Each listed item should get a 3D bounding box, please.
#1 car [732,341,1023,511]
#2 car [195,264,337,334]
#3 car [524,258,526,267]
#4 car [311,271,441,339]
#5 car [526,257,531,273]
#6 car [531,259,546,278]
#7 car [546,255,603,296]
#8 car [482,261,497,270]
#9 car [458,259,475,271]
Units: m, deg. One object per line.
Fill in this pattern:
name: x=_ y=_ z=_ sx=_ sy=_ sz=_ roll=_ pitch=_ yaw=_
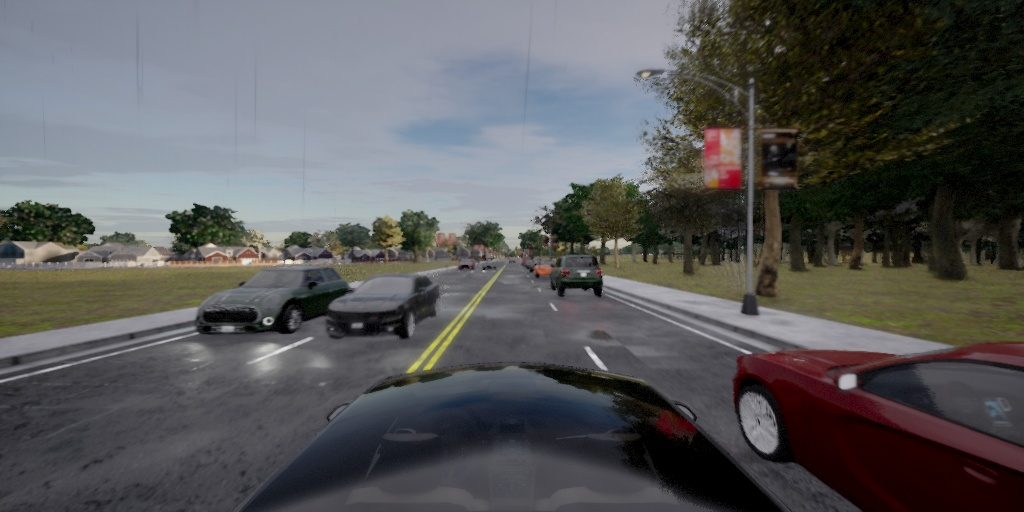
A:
car: x=3.349 y=1.227 z=1.931 sx=1.882 sy=1.535 sz=5.008 roll=0 pitch=0 yaw=0
car: x=-6.598 y=1.104 z=10.568 sx=2.097 sy=1.767 sz=4.553 roll=0 pitch=0 yaw=0
car: x=3.260 y=1.376 z=56.702 sx=1.812 sy=1.442 sz=4.674 roll=0 pitch=0 yaw=0
car: x=-3.349 y=1.229 z=10.247 sx=1.882 sy=1.535 sz=5.008 roll=0 pitch=0 yaw=0
car: x=3.258 y=1.173 z=45.671 sx=2.097 sy=1.767 sz=4.553 roll=0 pitch=0 yaw=0
car: x=3.256 y=1.144 z=34.669 sx=2.097 sy=1.767 sz=4.553 roll=0 pitch=0 yaw=0
car: x=3.353 y=0.980 z=19.459 sx=2.150 sy=2.045 sz=5.566 roll=0 pitch=0 yaw=0
car: x=-3.305 y=1.403 z=52.547 sx=1.994 sy=1.385 sz=4.181 roll=0 pitch=0 yaw=0
car: x=-6.557 y=1.192 z=52.146 sx=2.097 sy=1.767 sz=4.553 roll=0 pitch=0 yaw=0
